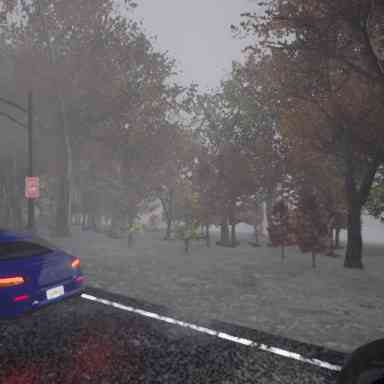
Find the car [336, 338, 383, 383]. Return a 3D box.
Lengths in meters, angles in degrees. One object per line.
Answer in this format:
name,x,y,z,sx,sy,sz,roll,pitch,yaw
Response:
car,3.201,1.473,1.462,4.892,1.490,1.837,-2,1,34

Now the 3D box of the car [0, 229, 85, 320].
car,-4.096,1.486,6.566,4.674,1.442,1.812,-2,2,34
